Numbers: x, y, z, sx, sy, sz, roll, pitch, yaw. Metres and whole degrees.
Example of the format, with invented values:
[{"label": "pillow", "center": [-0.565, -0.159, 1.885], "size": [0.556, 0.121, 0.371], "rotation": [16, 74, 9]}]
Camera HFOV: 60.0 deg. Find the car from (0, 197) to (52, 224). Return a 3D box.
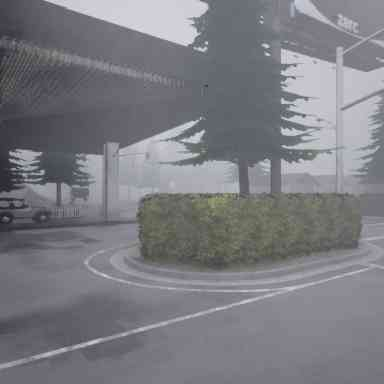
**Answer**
[{"label": "car", "center": [-12.063, 1.313, 23.421], "size": [3.866, 1.878, 1.905], "rotation": [0, 0, -36]}]
